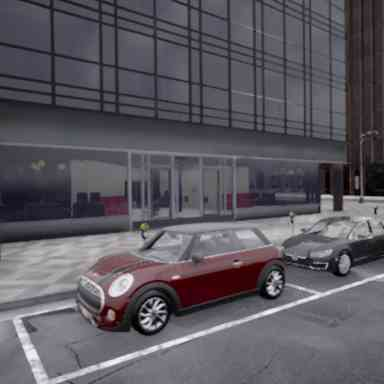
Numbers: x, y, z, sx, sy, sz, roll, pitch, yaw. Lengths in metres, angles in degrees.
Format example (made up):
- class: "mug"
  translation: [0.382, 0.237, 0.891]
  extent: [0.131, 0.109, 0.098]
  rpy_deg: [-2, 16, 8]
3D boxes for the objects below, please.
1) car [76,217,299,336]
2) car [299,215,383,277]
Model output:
- class: "car"
  translation: [-0.098, 1.378, 6.517]
  extent: [4.097, 1.590, 1.967]
  rpy_deg: [-1, 1, -35]
- class: "car"
  translation: [4.392, 1.395, 9.620]
  extent: [4.403, 1.369, 2.008]
  rpy_deg: [-1, 1, -35]
